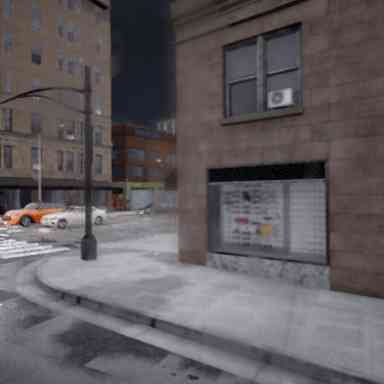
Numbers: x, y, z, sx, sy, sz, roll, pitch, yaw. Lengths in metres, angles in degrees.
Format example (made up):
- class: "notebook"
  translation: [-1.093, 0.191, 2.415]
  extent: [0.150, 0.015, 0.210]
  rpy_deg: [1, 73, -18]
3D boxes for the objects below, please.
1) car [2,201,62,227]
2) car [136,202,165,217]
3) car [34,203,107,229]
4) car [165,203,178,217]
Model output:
- class: "car"
  translation: [-11.179, 1.527, 24.236]
  extent: [2.097, 1.767, 4.553]
  rpy_deg: [-1, -1, 36]
- class: "car"
  translation: [-3.695, 1.787, 34.578]
  extent: [1.812, 1.442, 4.674]
  rpy_deg: [-1, 0, 36]
- class: "car"
  translation: [-8.035, 1.671, 23.013]
  extent: [1.812, 1.442, 4.674]
  rpy_deg: [-1, -1, 37]
- class: "car"
  translation: [-0.114, 1.712, 33.985]
  extent: [1.882, 1.535, 5.008]
  rpy_deg: [-1, 0, 36]
